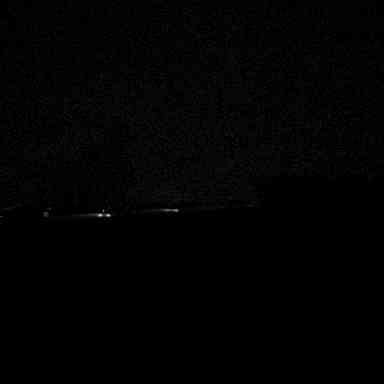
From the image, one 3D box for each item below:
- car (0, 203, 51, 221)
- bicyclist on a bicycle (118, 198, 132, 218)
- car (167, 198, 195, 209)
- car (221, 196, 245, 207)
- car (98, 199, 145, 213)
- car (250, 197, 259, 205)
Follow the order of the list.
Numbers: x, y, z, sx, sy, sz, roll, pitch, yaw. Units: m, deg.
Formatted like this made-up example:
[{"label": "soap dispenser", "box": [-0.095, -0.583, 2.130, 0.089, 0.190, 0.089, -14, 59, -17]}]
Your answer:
[{"label": "car", "box": [-13.742, 1.552, 27.072, 1.994, 1.385, 4.181, -1, -1, 34]}, {"label": "bicyclist on a bicycle", "box": [-5.672, 1.348, 28.116, 1.656, 1.620, 0.582, 0, 0, 35]}, {"label": "car", "box": [-1.440, 1.481, 44.473, 1.812, 1.442, 4.674, -1, -1, 35]}, {"label": "car", "box": [6.256, 1.403, 50.361, 1.882, 1.535, 5.008, -1, -1, 36]}, {"label": "car", "box": [-7.472, 1.511, 35.942, 2.033, 1.411, 5.357, -1, -1, 35]}, {"label": "car", "box": [11.958, 1.475, 58.540, 2.128, 1.511, 4.902, -1, -1, 35]}]
